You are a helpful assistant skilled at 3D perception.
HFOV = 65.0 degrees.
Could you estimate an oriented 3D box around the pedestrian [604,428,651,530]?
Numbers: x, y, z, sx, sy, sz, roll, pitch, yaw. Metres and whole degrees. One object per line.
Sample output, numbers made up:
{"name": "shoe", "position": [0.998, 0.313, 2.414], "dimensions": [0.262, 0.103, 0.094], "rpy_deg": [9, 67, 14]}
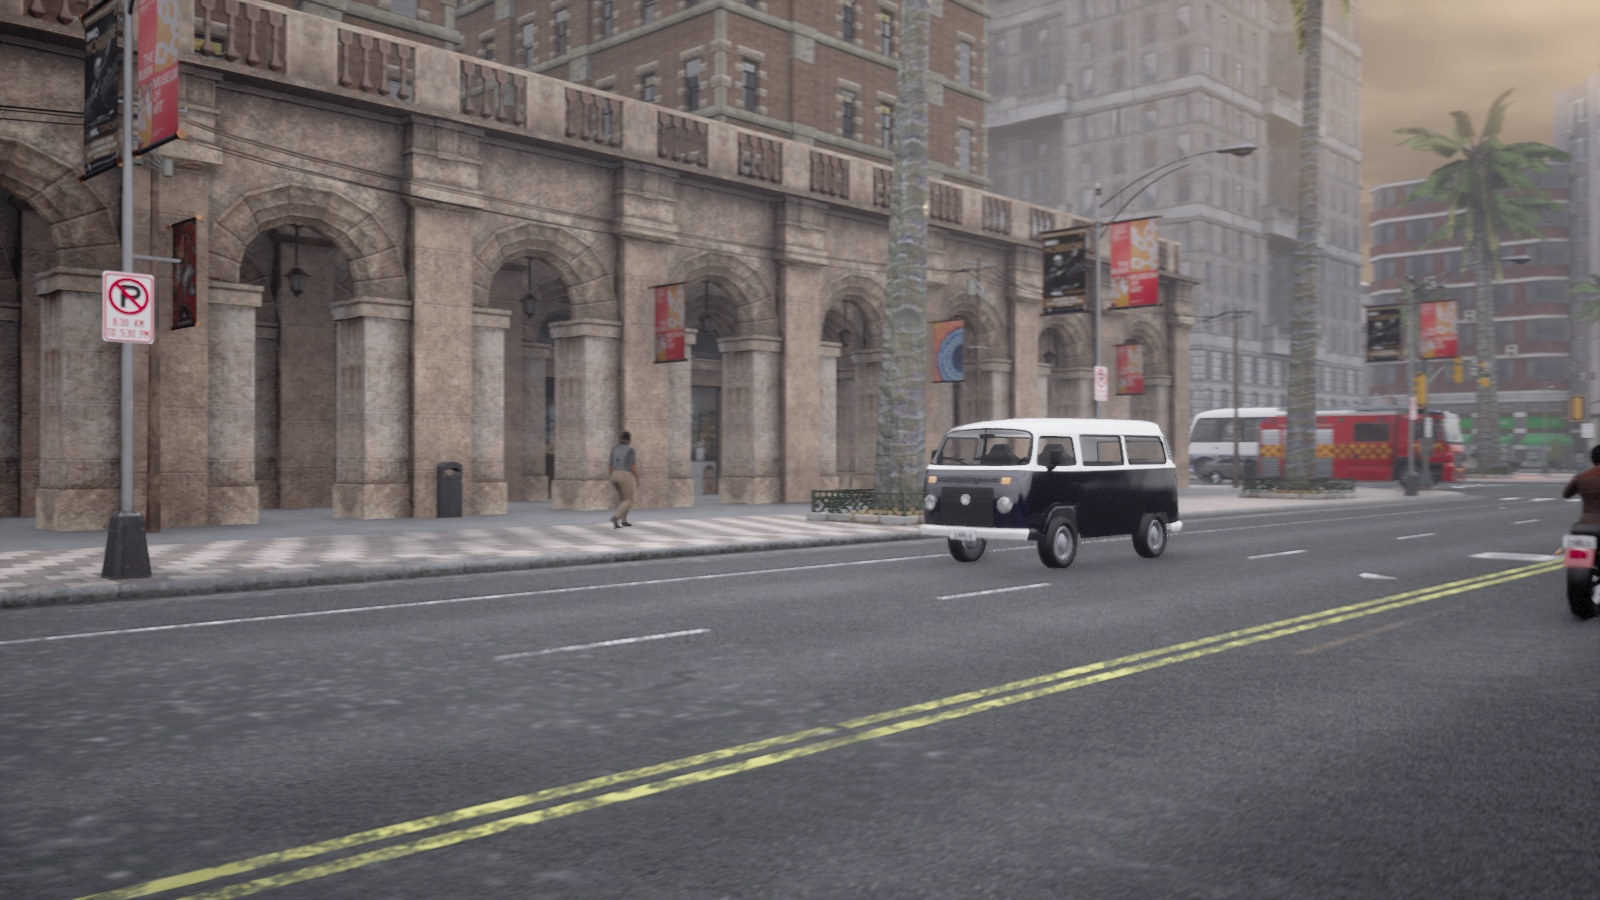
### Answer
{"name": "pedestrian", "position": [-3.165, 0.522, 23.072], "dimensions": [0.540, 1.848, 0.694], "rpy_deg": [0, 0, 34]}

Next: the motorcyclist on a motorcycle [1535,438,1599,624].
{"name": "motorcyclist on a motorcycle", "position": [7.838, 0.724, 12.090], "dimensions": [0.766, 1.649, 2.350], "rpy_deg": [0, -1, 44]}

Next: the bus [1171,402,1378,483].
{"name": "bus", "position": [26.788, -0.396, 71.353], "dimensions": [10.273, 4.253, 3.944], "rpy_deg": [0, 0, 44]}

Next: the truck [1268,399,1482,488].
{"name": "truck", "position": [26.292, -0.247, 57.713], "dimensions": [8.468, 3.827, 2.891], "rpy_deg": [0, 0, 40]}

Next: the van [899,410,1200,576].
{"name": "van", "position": [3.642, 0.539, 17.810], "dimensions": [2.069, 2.038, 4.480], "rpy_deg": [0, 0, 45]}

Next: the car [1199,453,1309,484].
{"name": "car", "position": [23.410, 0.916, 64.891], "dimensions": [4.902, 1.511, 2.128], "rpy_deg": [0, 0, 44]}

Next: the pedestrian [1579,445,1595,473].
{"name": "pedestrian", "position": [51.920, 0.598, 82.841], "dimensions": [0.874, 1.855, 0.900], "rpy_deg": [0, 0, 36]}
